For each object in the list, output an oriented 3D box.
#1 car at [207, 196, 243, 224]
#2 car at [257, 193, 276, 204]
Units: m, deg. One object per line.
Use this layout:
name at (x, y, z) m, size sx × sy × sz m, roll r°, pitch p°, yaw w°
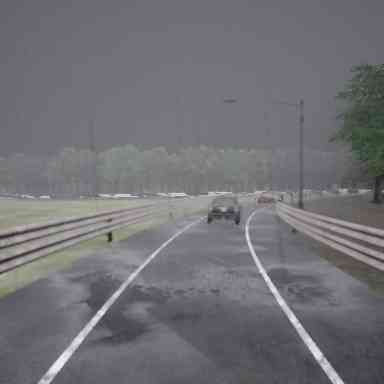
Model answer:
car at (2.349, 1.095, 22.706) m, size 2.097 × 1.767 × 4.553 m, roll 1°, pitch 1°, yaw 11°
car at (10.592, 0.900, 46.875) m, size 1.812 × 1.442 × 4.674 m, roll 0°, pitch 1°, yaw 26°
